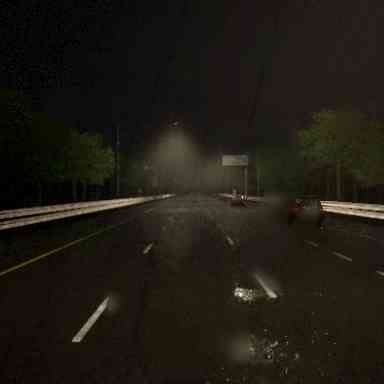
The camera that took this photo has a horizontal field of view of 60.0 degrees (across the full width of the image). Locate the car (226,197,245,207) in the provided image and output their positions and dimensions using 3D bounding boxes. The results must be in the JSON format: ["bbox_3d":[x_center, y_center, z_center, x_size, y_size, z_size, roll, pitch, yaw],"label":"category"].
[{"bbox_3d":[7.144,1.557,52.858,2.033,1.411,5.357,0,0,0],"label":"car"}]

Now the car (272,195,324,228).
[{"bbox_3d":[7.025,1.228,22.552,2.150,2.045,5.566,0,0,0],"label":"car"}]

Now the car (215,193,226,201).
[{"bbox_3d":[7.335,1.530,80.005,2.033,1.411,5.357,0,0,0],"label":"car"}]
